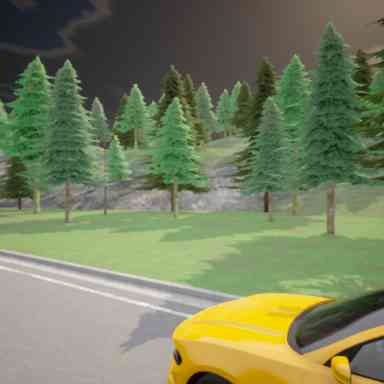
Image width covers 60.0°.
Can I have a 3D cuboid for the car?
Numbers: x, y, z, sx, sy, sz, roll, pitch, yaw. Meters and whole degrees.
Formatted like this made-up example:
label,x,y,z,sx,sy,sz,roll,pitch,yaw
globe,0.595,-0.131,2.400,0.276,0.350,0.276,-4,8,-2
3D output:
label,x,y,z,sx,sy,sz,roll,pitch,yaw
car,2.061,1.476,2.521,5.008,1.535,1.882,0,0,35
